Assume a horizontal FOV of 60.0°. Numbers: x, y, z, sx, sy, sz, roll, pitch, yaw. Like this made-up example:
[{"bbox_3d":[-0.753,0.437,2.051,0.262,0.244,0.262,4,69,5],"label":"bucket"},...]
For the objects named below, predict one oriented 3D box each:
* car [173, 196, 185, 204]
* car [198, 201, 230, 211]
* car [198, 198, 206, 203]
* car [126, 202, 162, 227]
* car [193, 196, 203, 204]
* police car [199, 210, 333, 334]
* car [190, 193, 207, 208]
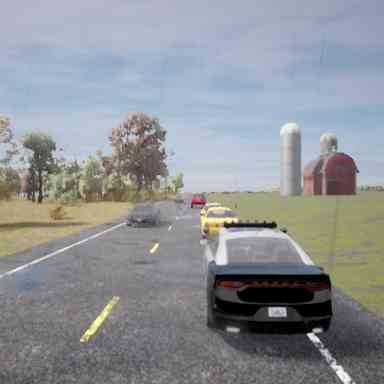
[{"bbox_3d":[-2.454,1.455,62.667,1.837,1.490,4.892,0,0,1],"label":"car"},{"bbox_3d":[1.376,1.448,17.174,1.801,1.575,5.366,0,0,1],"label":"car"},{"bbox_3d":[1.479,1.444,23.173,1.801,1.575,5.366,0,0,1],"label":"car"},{"bbox_3d":[-3.178,1.493,22.715,1.837,1.490,4.892,0,0,1],"label":"car"},{"bbox_3d":[1.134,1.454,64.168,1.837,1.490,4.892,0,0,1],"label":"car"},{"bbox_3d":[1.203,1.423,7.095,1.930,1.638,5.238,0,0,1],"label":"police car"},{"bbox_3d":[0.906,1.190,47.272,2.150,2.045,5.566,0,0,0],"label":"car"}]
